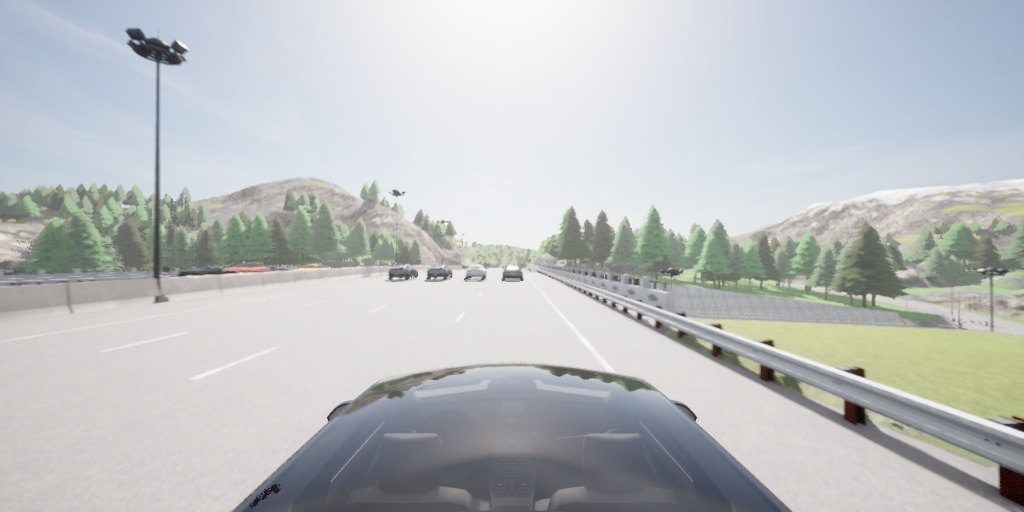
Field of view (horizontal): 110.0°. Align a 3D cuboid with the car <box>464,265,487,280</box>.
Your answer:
[{"bbox_3d":[-3.450,1.547,34.968,1.812,1.442,4.674,0,-1,0],"label":"car"}]

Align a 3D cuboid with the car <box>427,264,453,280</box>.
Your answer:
[{"bbox_3d":[-6.939,1.515,34.874,2.128,1.511,4.902,0,-1,0],"label":"car"}]

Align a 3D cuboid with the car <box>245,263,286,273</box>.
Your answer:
[{"bbox_3d":[-24.614,1.673,36.985,1.895,1.301,4.718,0,-1,0],"label":"car"}]

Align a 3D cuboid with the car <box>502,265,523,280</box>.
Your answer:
[{"bbox_3d":[0.061,1.572,34.268,1.994,1.385,4.181,0,-1,0],"label":"car"}]

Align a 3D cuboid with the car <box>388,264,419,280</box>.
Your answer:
[{"bbox_3d":[-10.439,1.517,34.776,2.128,1.511,4.902,0,-1,0],"label":"car"}]

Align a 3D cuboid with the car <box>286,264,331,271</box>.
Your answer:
[{"bbox_3d":[-21.115,1.560,37.884,1.882,1.535,5.008,0,-1,0],"label":"car"}]

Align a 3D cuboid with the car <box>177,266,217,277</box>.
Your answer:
[{"bbox_3d":[-31.604,1.682,37.098,1.895,1.301,4.718,0,-1,0],"label":"car"}]

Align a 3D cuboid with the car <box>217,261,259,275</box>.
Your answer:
[{"bbox_3d":[-28.106,1.443,37.986,2.097,1.767,4.553,0,-1,0],"label":"car"}]
